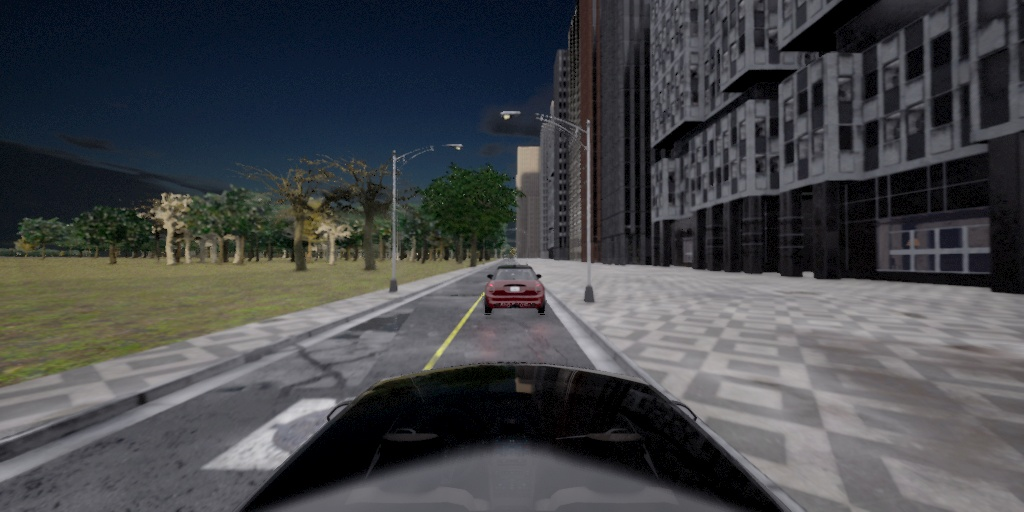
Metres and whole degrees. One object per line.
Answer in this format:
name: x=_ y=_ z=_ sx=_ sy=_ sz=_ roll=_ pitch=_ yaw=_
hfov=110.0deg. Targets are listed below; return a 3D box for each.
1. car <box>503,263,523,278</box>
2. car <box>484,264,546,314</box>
car: x=0.093 y=1.388 z=35.312 sx=1.895 sy=1.301 sz=4.718 roll=0 pitch=0 yaw=0
car: x=0.098 y=1.111 z=13.920 sx=2.097 sy=1.767 sz=4.553 roll=0 pitch=0 yaw=0
